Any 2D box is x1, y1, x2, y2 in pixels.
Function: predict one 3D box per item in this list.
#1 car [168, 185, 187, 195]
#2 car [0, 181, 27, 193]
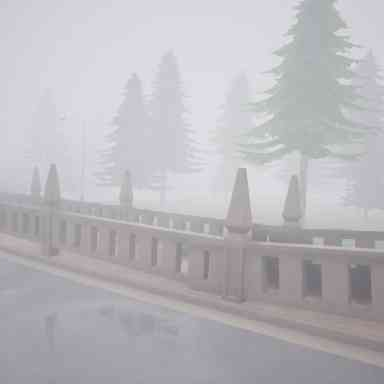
[{"bbox_3d":[-2.739,-0.338,55.875,2.097,1.767,4.553,4,3,37],"label":"car"},{"bbox_3d":[-21.247,-0.473,37.408,1.882,1.535,5.008,4,3,37],"label":"car"}]
